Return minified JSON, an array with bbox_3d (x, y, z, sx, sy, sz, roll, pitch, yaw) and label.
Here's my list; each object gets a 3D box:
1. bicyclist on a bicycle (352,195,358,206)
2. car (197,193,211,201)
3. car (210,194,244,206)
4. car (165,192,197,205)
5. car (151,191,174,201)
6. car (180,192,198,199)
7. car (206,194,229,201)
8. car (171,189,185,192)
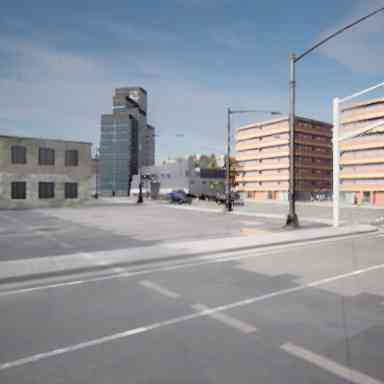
[{"bbox_3d":[24.110,1.218,49.113,1.656,1.620,0.582,0,1,-35],"label":"bicyclist on a bicycle"},{"bbox_3d":[2.713,1.005,63.693,1.837,1.490,4.892,0,1,-34],"label":"car"},{"bbox_3d":[5.343,1.228,47.293,2.128,1.511,4.902,0,1,-35],"label":"car"},{"bbox_3d":[-1.776,1.109,51.468,1.837,1.490,4.892,0,1,-34],"label":"car"},{"bbox_3d":[-5.956,0.969,63.850,2.033,1.411,5.357,0,1,-35],"label":"car"},{"bbox_3d":[-0.622,0.805,74.613,1.994,1.385,4.181,0,0,-35],"label":"car"},{"bbox_3d":[5.044,1.094,66.394,1.895,1.301,4.718,0,1,-35],"label":"car"},{"bbox_3d":[-3.519,0.470,72.650,2.150,2.045,5.566,0,0,-35],"label":"car"}]
